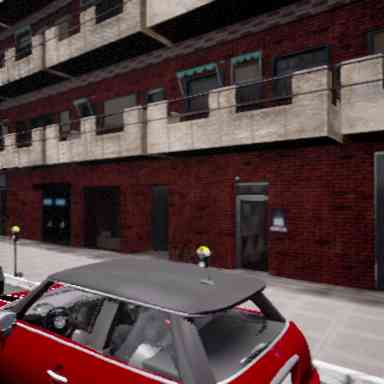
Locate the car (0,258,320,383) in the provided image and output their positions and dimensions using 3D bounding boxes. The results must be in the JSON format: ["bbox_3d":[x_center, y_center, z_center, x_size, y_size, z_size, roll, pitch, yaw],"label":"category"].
[{"bbox_3d":[-0.914,1.455,3.529,4.097,1.590,1.967,0,0,35],"label":"car"}]
